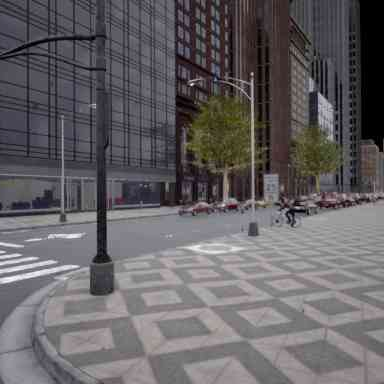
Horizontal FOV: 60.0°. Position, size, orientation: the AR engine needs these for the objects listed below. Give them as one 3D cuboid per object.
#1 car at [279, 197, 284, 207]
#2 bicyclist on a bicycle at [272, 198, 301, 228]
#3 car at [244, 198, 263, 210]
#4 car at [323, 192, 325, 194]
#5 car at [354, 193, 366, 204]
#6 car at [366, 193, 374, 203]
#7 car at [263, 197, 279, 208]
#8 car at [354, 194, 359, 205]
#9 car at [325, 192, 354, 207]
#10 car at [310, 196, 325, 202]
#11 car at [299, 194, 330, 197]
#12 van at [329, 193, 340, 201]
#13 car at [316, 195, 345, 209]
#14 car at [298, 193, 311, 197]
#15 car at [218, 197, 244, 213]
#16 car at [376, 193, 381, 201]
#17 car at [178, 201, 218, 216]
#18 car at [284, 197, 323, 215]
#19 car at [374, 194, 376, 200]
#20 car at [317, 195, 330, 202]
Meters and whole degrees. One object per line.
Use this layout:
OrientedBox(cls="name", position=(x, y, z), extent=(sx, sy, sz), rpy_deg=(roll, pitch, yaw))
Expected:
OrientedBox(cls="car", position=(13.186, 1.455, 50.334), extent=(1.947, 1.339, 4.313), rpy_deg=(0, 0, 35))
OrientedBox(cls="bicyclist on a bicycle", position=(5.202, 1.177, 18.439), extent=(1.656, 1.620, 0.582), rpy_deg=(-1, 0, 35))
OrientedBox(cls="car", position=(6.797, 1.494, 41.038), extent=(1.802, 1.307, 4.206), rpy_deg=(0, 0, 35))
OrientedBox(cls="car", position=(22.124, 1.051, 52.827), extent=(2.150, 2.045, 5.566), rpy_deg=(-1, 0, 35))
OrientedBox(cls="car", position=(26.594, 1.117, 54.793), extent=(2.192, 1.841, 5.009), rpy_deg=(0, 0, 35))
OrientedBox(cls="car", position=(32.982, 1.099, 64.087), extent=(2.192, 1.841, 5.009), rpy_deg=(0, 0, 35))
OrientedBox(cls="car", position=(9.895, 1.425, 45.545), extent=(1.752, 1.417, 4.829), rpy_deg=(0, 0, 35))
OrientedBox(cls="car", position=(23.401, 1.377, 50.145), extent=(1.947, 1.339, 4.313), rpy_deg=(0, 0, 35))
OrientedBox(cls="car", position=(20.206, 1.136, 45.500), extent=(2.192, 1.841, 5.009), rpy_deg=(0, 0, 35))
OrientedBox(cls="car", position=(25.964, 1.417, 68.924), extent=(1.947, 1.339, 4.313), rpy_deg=(0, 0, 35))
OrientedBox(cls="car", position=(16.441, 1.337, 44.559), extent=(2.128, 1.511, 4.902), rpy_deg=(-1, 0, 35))
OrientedBox(cls="van", position=(35.544, 1.185, 82.867), extent=(1.690, 1.788, 3.998), rpy_deg=(-1, 0, 35))
OrientedBox(cls="car", position=(17.013, 1.377, 40.852), extent=(1.887, 1.381, 4.507), rpy_deg=(0, 0, 35))
OrientedBox(cls="car", position=(19.574, 1.415, 59.628), extent=(1.887, 1.381, 4.507), rpy_deg=(0, 0, 35))
OrientedBox(cls="car", position=(3.601, 1.366, 36.390), extent=(1.967, 1.590, 4.097), rpy_deg=(0, 0, 35))
OrientedBox(cls="car", position=(42.565, 1.358, 78.027), extent=(1.802, 1.307, 4.206), rpy_deg=(-1, 0, 35))
OrientedBox(cls="car", position=(0.408, 1.524, 31.743), extent=(1.802, 1.307, 4.206), rpy_deg=(0, 0, 35))
OrientedBox(cls="car", position=(10.625, 1.424, 31.557), extent=(1.947, 1.339, 4.313), rpy_deg=(0, 0, 35))
OrientedBox(cls="car", position=(36.273, 1.302, 68.873), extent=(1.752, 1.417, 4.829), rpy_deg=(-1, 0, 35))
OrientedBox(cls="car", position=(29.158, 1.426, 73.570), extent=(1.802, 1.307, 4.206), rpy_deg=(0, 0, 35))
